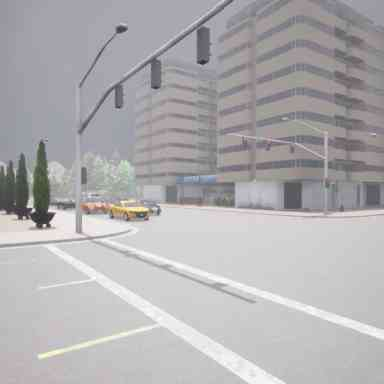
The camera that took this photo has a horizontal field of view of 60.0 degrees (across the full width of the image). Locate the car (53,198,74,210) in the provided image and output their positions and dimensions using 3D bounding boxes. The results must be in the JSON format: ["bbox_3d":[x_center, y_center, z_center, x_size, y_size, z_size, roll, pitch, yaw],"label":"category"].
[{"bbox_3d":[-16.040,1.601,42.917,1.895,1.301,4.718,0,0,-35],"label":"car"}]

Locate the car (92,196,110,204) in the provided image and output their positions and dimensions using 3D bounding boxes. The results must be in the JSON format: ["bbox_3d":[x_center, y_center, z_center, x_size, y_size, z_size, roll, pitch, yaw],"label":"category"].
[{"bbox_3d":[-17.495,1.505,63.759,1.837,1.490,4.892,0,0,-33],"label":"car"}]

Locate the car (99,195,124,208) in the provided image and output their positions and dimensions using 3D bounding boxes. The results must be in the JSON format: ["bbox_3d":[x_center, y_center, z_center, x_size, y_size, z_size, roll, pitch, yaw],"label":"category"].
[{"bbox_3d":[-12.138,1.352,49.912,2.097,1.767,4.553,0,0,-35],"label":"car"}]

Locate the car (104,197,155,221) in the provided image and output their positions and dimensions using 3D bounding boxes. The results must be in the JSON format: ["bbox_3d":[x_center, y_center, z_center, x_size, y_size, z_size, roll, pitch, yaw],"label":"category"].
[{"bbox_3d":[-5.250,1.478,27.369,1.882,1.535,5.008,0,0,-35],"label":"car"}]

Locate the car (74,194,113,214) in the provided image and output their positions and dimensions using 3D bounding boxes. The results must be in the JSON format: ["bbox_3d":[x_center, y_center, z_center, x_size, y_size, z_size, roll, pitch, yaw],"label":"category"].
[{"bbox_3d":[-10.432,1.352,34.834,2.097,1.767,4.553,0,0,-35],"label":"car"}]

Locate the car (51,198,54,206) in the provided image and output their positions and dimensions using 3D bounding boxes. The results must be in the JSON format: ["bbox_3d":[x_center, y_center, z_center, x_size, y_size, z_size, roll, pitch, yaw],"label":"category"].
[{"bbox_3d":[-21.722,1.564,51.158,1.994,1.385,4.181,0,0,-34],"label":"car"}]

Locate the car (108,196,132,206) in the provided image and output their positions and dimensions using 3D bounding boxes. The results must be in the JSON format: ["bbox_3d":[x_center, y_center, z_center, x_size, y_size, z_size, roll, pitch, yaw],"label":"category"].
[{"bbox_3d":[-12.188,1.491,56.120,2.128,1.511,4.902,0,0,-35],"label":"car"}]

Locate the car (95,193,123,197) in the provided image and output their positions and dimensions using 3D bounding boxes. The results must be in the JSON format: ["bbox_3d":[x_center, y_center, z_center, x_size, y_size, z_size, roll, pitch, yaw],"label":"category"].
[{"bbox_3d":[-9.981,1.352,40.324,2.097,1.767,4.553,0,0,-35],"label":"car"}]

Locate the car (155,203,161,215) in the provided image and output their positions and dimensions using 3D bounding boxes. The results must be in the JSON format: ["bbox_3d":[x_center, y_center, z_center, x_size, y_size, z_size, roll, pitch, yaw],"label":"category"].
[{"bbox_3d":[-4.815,1.491,32.880,2.128,1.511,4.902,0,0,-35],"label":"car"}]

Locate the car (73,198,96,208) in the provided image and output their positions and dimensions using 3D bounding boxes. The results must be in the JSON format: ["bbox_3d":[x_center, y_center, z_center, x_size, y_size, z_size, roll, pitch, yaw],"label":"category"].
[{"bbox_3d":[-15.811,1.601,48.737,1.895,1.301,4.718,0,0,-35],"label":"car"}]
